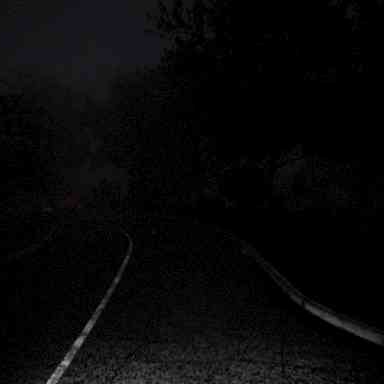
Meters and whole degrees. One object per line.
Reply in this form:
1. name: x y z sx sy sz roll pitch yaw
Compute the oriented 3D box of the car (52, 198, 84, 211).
1. car: -15.721 1.548 42.113 5.008 1.535 1.882 0 0 35
